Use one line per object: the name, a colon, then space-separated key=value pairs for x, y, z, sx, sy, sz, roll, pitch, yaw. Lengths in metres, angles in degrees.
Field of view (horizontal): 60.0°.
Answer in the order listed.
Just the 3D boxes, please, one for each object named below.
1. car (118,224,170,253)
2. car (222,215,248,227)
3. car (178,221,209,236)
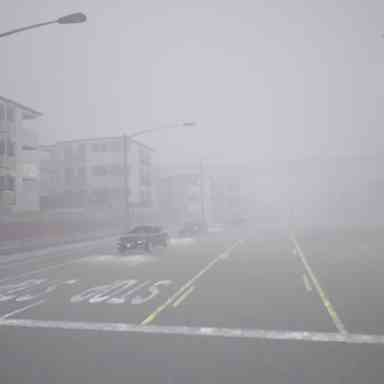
car: x=-2.831 y=2.787 z=20.480 sx=1.837 sy=1.490 sz=4.892 roll=-3 pitch=-3 yaw=15
car: x=5.781 y=3.818 z=44.092 sx=2.128 sy=1.511 sz=4.902 roll=-4 pitch=-4 yaw=34
car: x=0.217 y=3.399 z=31.399 sx=1.895 sy=1.301 sz=4.718 roll=-3 pitch=-3 yaw=16
